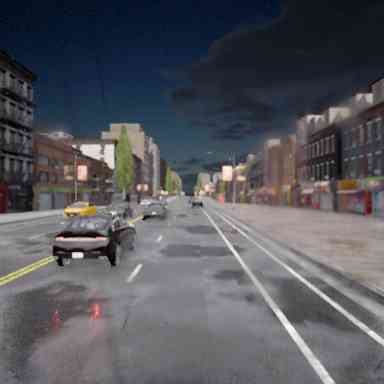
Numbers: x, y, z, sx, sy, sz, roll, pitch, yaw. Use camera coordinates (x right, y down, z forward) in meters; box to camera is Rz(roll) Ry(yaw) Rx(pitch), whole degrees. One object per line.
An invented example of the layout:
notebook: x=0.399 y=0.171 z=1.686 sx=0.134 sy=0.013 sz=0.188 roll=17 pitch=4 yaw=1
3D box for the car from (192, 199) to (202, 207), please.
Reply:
car: x=1.005 y=2.256 z=68.255 sx=1.837 sy=1.490 sz=4.892 roll=0 pitch=-1 yaw=0

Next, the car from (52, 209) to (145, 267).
car: x=-3.146 y=1.546 z=11.584 sx=2.128 sy=1.511 sz=4.902 roll=0 pitch=0 yaw=0

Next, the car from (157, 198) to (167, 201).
car: x=-6.469 y=2.138 z=71.779 sx=2.097 sy=1.767 sz=4.553 roll=0 pitch=-1 yaw=0

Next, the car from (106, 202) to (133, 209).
car: x=-6.581 y=1.661 z=30.223 sx=2.128 sy=1.511 sz=4.902 roll=0 pitch=0 yaw=0

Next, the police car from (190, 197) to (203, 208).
police car: x=1.000 y=1.997 z=58.368 sx=1.930 sy=1.638 sz=5.238 roll=0 pitch=-1 yaw=0

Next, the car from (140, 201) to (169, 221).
car: x=-3.139 y=1.728 z=29.400 sx=1.994 sy=1.385 sz=4.181 roll=0 pitch=0 yaw=0

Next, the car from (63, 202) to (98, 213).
car: x=-9.833 y=1.644 z=29.693 sx=1.882 sy=1.535 sz=5.008 roll=0 pitch=0 yaw=0

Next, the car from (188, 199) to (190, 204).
car: x=0.041 y=2.477 z=93.042 sx=2.097 sy=1.767 sz=4.553 roll=0 pitch=-1 yaw=0

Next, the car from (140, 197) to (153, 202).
car: x=-9.719 y=2.007 z=71.722 sx=2.150 sy=2.045 sz=5.566 roll=0 pitch=-1 yaw=0
